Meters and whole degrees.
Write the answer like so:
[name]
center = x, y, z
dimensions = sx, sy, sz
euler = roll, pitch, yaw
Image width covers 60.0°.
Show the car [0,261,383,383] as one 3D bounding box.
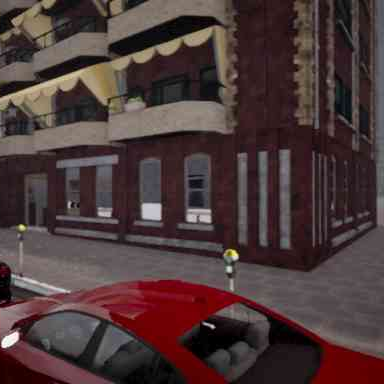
[car]
center = -0.547, 1.533, 3.122
dimensions = 4.507, 1.381, 1.887
euler = 0, 0, 36
